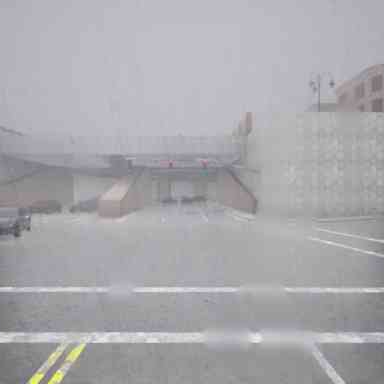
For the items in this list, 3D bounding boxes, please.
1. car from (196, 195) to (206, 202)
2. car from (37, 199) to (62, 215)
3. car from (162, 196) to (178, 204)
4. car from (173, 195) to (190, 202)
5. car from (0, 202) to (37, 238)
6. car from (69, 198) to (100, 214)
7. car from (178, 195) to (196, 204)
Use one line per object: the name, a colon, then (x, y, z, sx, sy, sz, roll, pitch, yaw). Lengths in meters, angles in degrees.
car: (1.520, 1.511, 74.777, 1.812, 1.442, 4.674, 0, 0, 28)
car: (-14.835, 1.472, 33.783, 1.882, 1.535, 5.008, 0, 0, -1)
car: (-4.521, 1.536, 64.292, 2.033, 1.411, 5.357, 0, 0, 5)
car: (-2.348, 1.511, 74.649, 1.812, 1.442, 4.674, 0, 0, 24)
car: (-9.757, 1.502, 17.473, 1.837, 1.490, 4.892, -1, 0, -16)
car: (-11.370, 1.594, 35.178, 1.895, 1.301, 4.718, 0, 0, -1)
car: (-0.991, 1.536, 64.791, 2.033, 1.411, 5.357, 0, 0, 4)
